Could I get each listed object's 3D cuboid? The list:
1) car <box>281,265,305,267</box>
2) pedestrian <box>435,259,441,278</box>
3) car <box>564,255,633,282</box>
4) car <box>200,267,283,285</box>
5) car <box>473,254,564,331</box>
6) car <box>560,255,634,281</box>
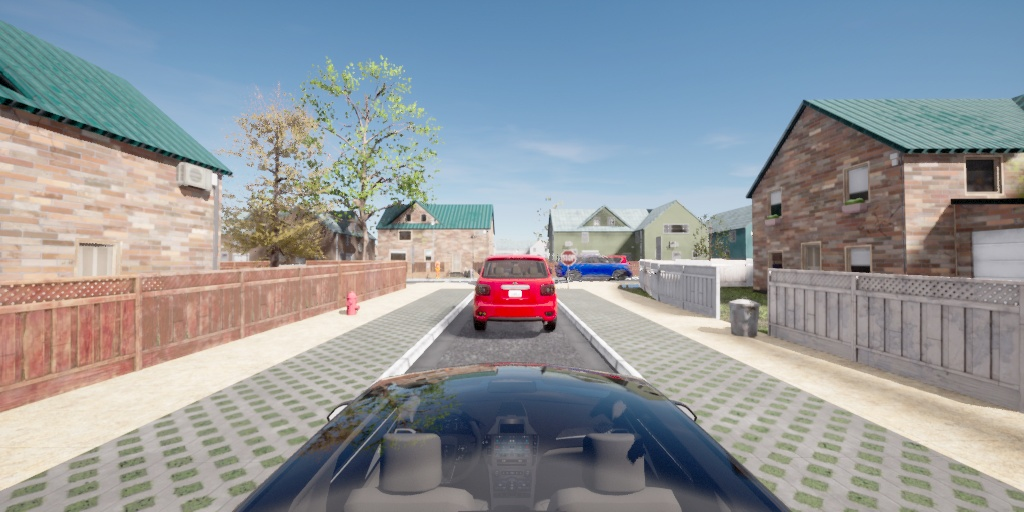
[{"bbox_3d":[-15.923,1.401,26.851,5.008,1.535,1.882,-1,-1,1],"label":"car"},{"bbox_3d":[-6.759,1.118,32.614,0.375,1.860,0.375,0,-1,1],"label":"pedestrian"},{"bbox_3d":[5.969,0.929,26.600,5.566,2.045,2.150,-1,-1,1],"label":"car"},{"bbox_3d":[-22.418,1.617,29.874,5.357,1.411,2.033,-1,-1,1],"label":"car"},{"bbox_3d":[0.083,0.975,11.073,2.150,2.045,5.566,0,0,0],"label":"car"},{"bbox_3d":[6.861,1.001,29.548,5.566,2.045,2.150,0,-1,1],"label":"car"}]
